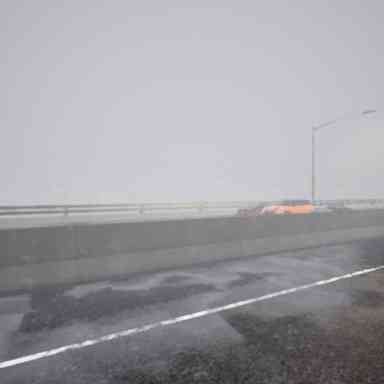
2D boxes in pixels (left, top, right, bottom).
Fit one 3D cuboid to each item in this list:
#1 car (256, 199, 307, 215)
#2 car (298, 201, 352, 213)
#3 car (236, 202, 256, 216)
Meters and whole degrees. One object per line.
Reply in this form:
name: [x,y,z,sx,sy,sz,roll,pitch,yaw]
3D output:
car: [7.630,1.338,26.275,4.553,1.767,2.097,0,0,-34]
car: [9.831,1.559,23.541,4.181,1.385,1.994,0,0,-34]
car: [5.944,1.541,29.363,4.181,1.385,1.994,0,0,-34]
